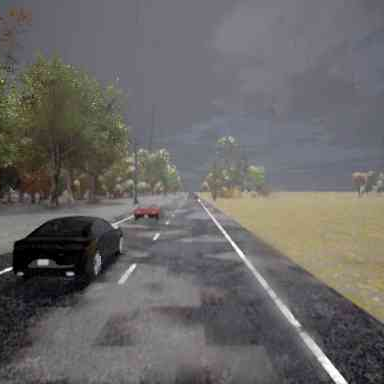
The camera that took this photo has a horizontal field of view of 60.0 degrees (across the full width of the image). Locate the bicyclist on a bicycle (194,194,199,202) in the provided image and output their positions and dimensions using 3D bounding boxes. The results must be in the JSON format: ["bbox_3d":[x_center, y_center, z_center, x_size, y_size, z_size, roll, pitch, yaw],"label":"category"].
[{"bbox_3d":[0.963,1.238,71.855,0.866,1.612,1.509,0,0,0],"label":"bicyclist on a bicycle"}]

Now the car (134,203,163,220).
[{"bbox_3d":[-3.401,1.525,26.911,1.895,1.301,4.718,0,0,0],"label":"car"}]

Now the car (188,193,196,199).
[{"bbox_3d":[-0.003,0.978,89.156,2.097,1.767,4.553,0,0,0],"label":"car"}]

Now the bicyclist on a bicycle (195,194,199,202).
[{"bbox_3d":[0.960,1.198,62.294,0.659,1.776,1.843,0,0,0],"label":"bicyclist on a bicycle"}]

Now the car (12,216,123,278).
[{"bbox_3d":[-3.399,1.449,10.074,1.882,1.535,5.008,0,0,0],"label":"car"}]
